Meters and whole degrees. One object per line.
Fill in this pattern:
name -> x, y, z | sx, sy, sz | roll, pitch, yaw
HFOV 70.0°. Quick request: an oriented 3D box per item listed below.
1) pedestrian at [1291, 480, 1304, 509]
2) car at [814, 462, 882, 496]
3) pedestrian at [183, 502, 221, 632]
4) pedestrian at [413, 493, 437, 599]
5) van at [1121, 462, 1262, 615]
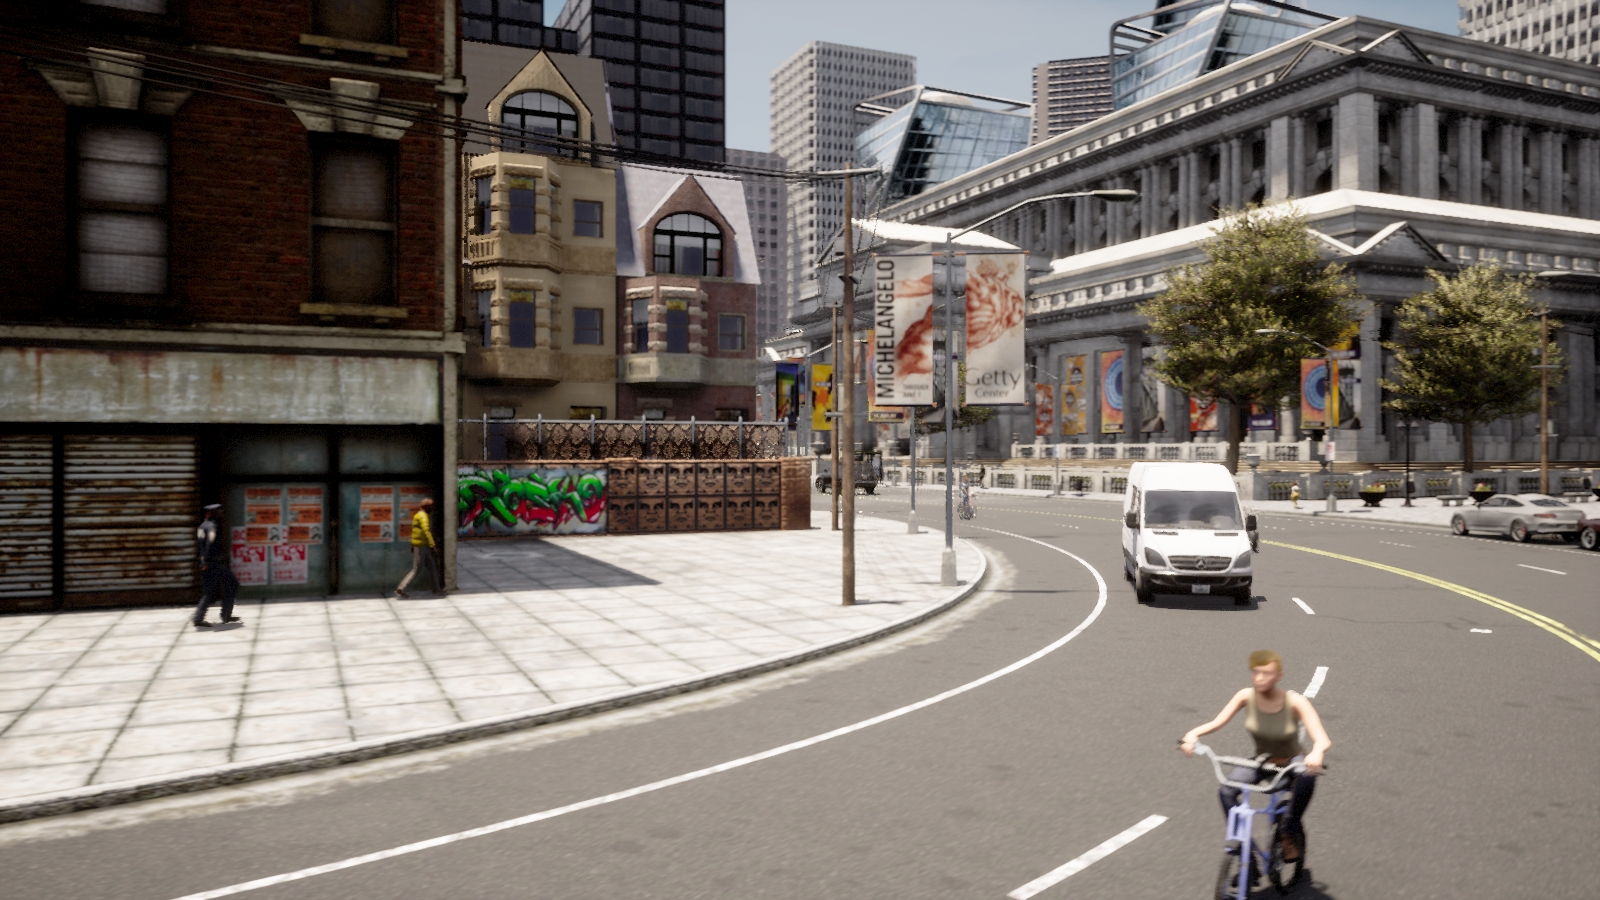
pedestrian -> 22.369, 1.997, 51.407 | 0.375, 1.300, 0.375 | 0, 0, -21
car -> 3.029, 1.821, 73.803 | 2.150, 2.045, 5.566 | 0, 0, -23
pedestrian -> -8.818, 1.709, 16.845 | 0.375, 1.860, 0.375 | 0, 0, 38
pedestrian -> -6.727, 1.711, 20.501 | 0.375, 1.860, 0.375 | 0, 0, -25
van -> 7.582, 1.545, 22.704 | 1.988, 2.561, 5.915 | 0, 0, 12
